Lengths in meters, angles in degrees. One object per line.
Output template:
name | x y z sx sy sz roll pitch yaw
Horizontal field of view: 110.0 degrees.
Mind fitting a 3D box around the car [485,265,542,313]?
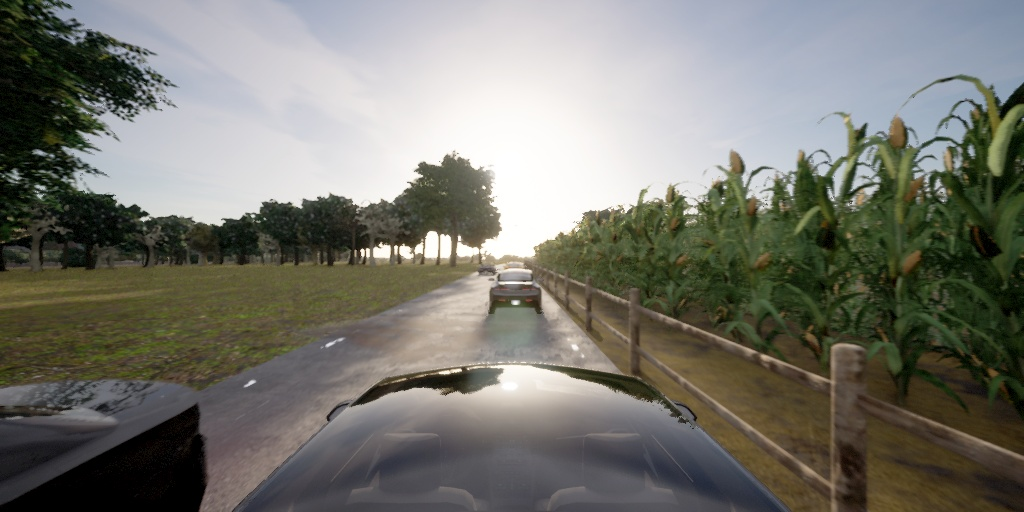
car | 0.124 1.268 14.077 1.837 1.490 4.892 0 0 0

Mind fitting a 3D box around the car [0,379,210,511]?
car | -2.863 1.224 0.147 1.882 1.535 5.008 0 0 0

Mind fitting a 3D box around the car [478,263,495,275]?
car | -2.762 1.430 40.394 1.895 1.301 4.718 0 0 0

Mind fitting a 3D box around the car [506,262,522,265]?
car | 0.165 1.282 32.337 1.882 1.535 5.008 0 0 0
